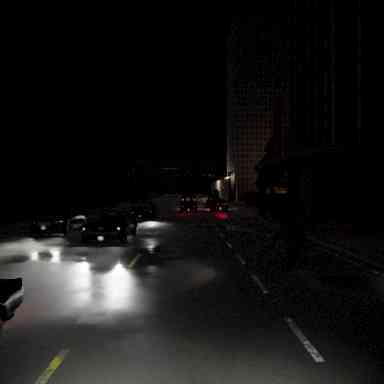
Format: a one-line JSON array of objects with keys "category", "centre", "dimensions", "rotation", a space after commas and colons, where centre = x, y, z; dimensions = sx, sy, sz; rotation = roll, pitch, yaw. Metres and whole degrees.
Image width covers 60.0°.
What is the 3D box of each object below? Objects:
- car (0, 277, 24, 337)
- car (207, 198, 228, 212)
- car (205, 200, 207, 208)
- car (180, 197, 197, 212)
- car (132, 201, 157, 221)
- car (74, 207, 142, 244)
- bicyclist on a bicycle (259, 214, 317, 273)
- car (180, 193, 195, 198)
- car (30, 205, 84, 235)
[{"category": "car", "centre": [-3.628, 1.601, 3.170], "dimensions": [1.895, 1.301, 4.718], "rotation": [0, 0, -1]}, {"category": "car", "centre": [3.089, 1.505, 38.726], "dimensions": [1.837, 1.490, 4.892], "rotation": [0, 0, 0]}, {"category": "car", "centre": [2.932, 1.525, 47.978], "dimensions": [1.812, 1.442, 4.674], "rotation": [0, 0, 0]}, {"category": "car", "centre": [-0.374, 1.601, 37.737], "dimensions": [1.895, 1.301, 4.718], "rotation": [0, 0, -1]}, {"category": "car", "centre": [-3.919, 1.525, 27.516], "dimensions": [1.812, 1.442, 4.674], "rotation": [0, 0, -1]}, {"category": "car", "centre": [-3.789, 1.601, 15.898], "dimensions": [1.895, 1.301, 4.718], "rotation": [0, 0, -1]}, {"category": "bicyclist on a bicycle", "centre": [2.682, 1.450, 9.316], "dimensions": [1.656, 1.620, 0.582], "rotation": [-2, 0, -1]}, {"category": "car", "centre": [-0.504, 1.221, 47.502], "dimensions": [2.150, 2.045, 5.566], "rotation": [0, 0, -1]}, {"category": "car", "centre": [-7.299, 1.491, 18.756], "dimensions": [2.128, 1.511, 4.902], "rotation": [0, 0, 0]}]
